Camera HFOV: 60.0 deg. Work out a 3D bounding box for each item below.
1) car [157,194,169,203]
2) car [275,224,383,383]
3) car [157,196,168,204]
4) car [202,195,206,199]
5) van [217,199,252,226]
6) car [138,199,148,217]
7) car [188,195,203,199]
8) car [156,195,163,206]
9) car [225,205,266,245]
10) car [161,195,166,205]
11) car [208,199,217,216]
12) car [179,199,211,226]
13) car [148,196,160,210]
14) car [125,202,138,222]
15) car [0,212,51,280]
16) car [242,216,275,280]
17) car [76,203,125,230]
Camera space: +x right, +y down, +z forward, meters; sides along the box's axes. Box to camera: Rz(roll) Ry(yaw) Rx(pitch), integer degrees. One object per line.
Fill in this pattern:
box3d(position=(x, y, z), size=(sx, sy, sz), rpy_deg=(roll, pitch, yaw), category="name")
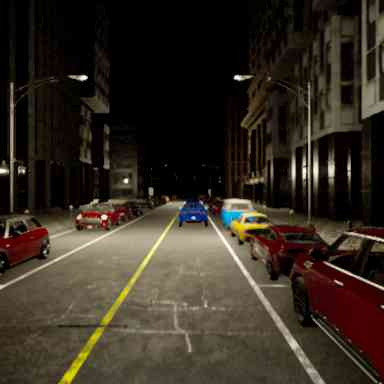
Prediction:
box3d(position=(-5.769, 1.366, 60.017), size=(2.192, 1.841, 5.009), rpy_deg=(0, 0, 0), category="car")
box3d(position=(2.766, 1.318, 4.015), size=(2.192, 1.841, 5.009), rpy_deg=(0, 0, 0), category="car")
box3d(position=(-5.770, 1.582, 65.449), size=(1.752, 1.417, 4.829), rpy_deg=(0, 0, 0), category="car")
box3d(position=(2.757, 1.590, 54.434), size=(1.887, 1.381, 4.507), rpy_deg=(0, 0, 0), category="car")
box3d(position=(2.763, 1.356, 20.822), size=(1.690, 1.788, 3.998), rpy_deg=(0, 0, 0), category="van")
box3d(position=(-5.765, 1.590, 32.008), size=(1.947, 1.339, 4.313), rpy_deg=(0, 0, 0), category="car")
box3d(position=(0.094, 1.511, 42.360), size=(1.882, 1.535, 5.008), rpy_deg=(0, 0, 0), category="car")
box3d(position=(-5.768, 1.565, 48.643), size=(1.752, 1.417, 4.829), rpy_deg=(0, 0, 0), category="car")
box3d(position=(2.763, 1.536, 15.389), size=(1.752, 1.417, 4.829), rpy_deg=(0, 0, 0), category="car")
box3d(position=(-5.769, 1.590, 54.415), size=(1.887, 1.381, 4.507), rpy_deg=(0, 0, 0), category="car")
box3d(position=(2.760, 1.606, 32.026), size=(1.802, 1.307, 4.206), rpy_deg=(0, 0, 0), category="car")
box3d(position=(0.097, 1.495, 23.525), size=(1.882, 1.535, 5.008), rpy_deg=(0, 0, 0), category="car")
box3d(position=(-5.767, 1.585, 43.211), size=(2.008, 1.369, 4.403), rpy_deg=(0, 0, 0), category="car")
box3d(position=(-5.764, 1.602, 26.406), size=(1.802, 1.307, 4.206), rpy_deg=(0, 0, 0), category="car")
box3d(position=(-5.761, 1.447, 9.602), size=(1.967, 1.590, 4.097), rpy_deg=(0, 0, 0), category="car")
box3d(position=(2.764, 1.589, 9.618), size=(1.802, 1.307, 4.206), rpy_deg=(0, 0, 0), category="car")
box3d(position=(-5.763, 1.455, 20.805), size=(1.967, 1.590, 4.097), rpy_deg=(0, 0, 0), category="car")
